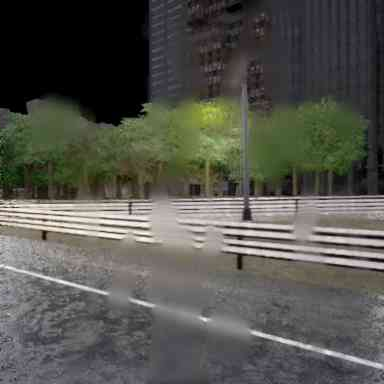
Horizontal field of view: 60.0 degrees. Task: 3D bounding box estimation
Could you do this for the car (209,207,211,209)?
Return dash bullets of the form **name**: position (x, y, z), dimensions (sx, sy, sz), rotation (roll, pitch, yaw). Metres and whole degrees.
- **car**: position (3.858, 1.043, 25.372), dimensions (5.357, 1.411, 2.033), rotation (-1, 0, 3)
